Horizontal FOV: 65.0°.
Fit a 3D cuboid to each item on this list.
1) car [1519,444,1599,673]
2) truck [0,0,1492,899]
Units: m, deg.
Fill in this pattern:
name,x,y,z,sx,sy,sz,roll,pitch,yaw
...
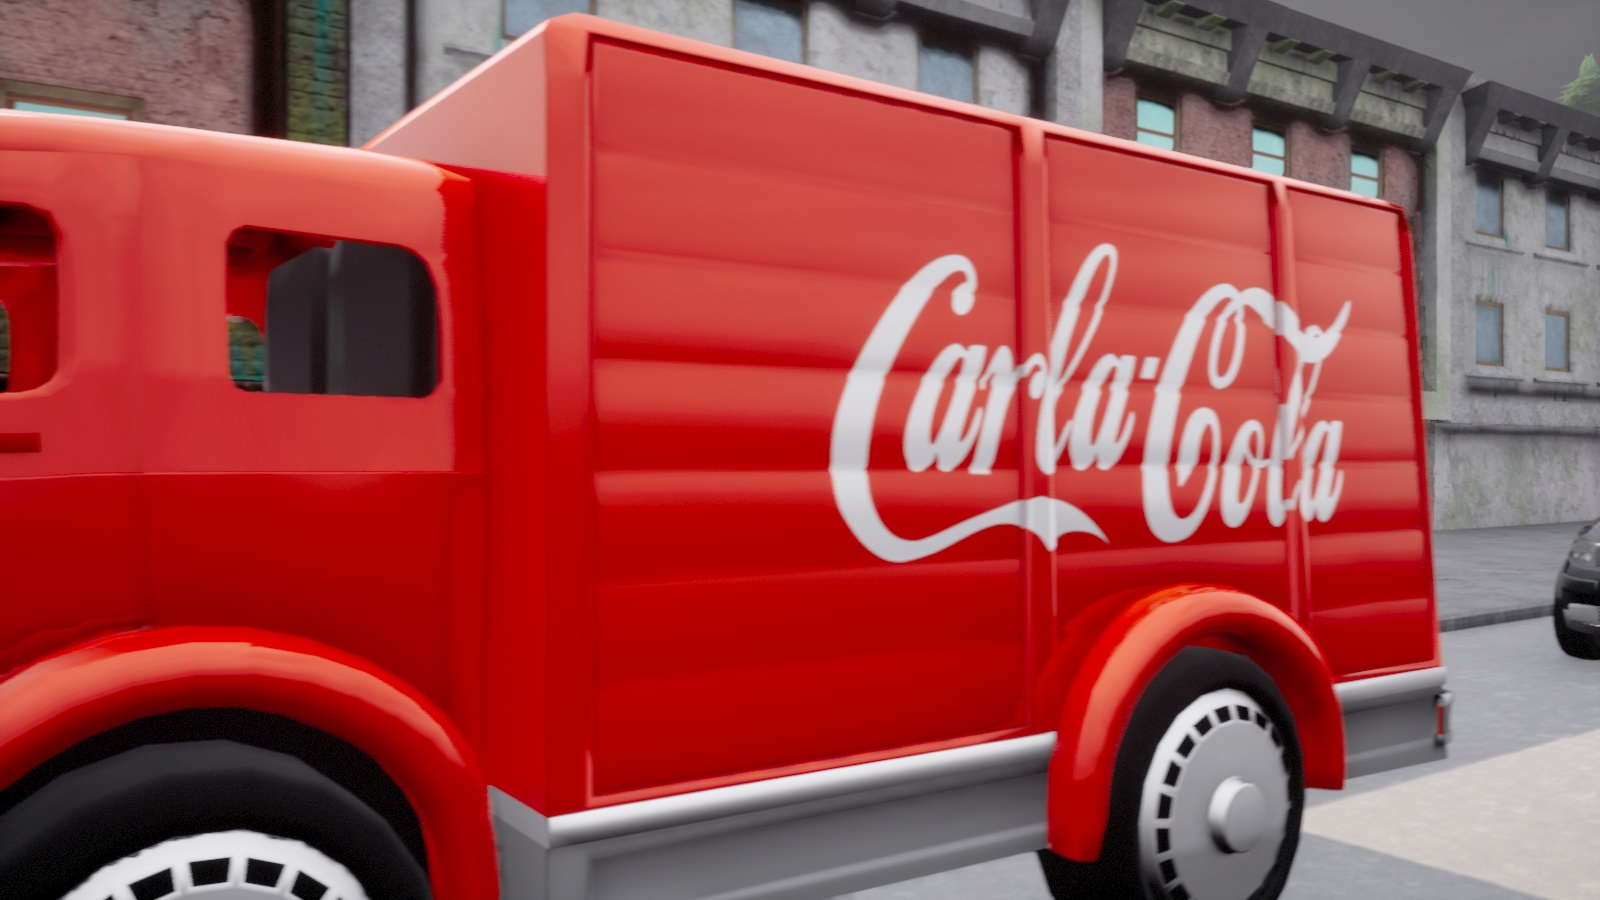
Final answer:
name,x,y,z,sx,sy,sz,roll,pitch,yaw
car,7.134,0.731,9.231,3.705,1.549,1.789,0,0,-35
truck,-0.508,0.269,3.916,5.204,2.467,2.627,0,0,-35
